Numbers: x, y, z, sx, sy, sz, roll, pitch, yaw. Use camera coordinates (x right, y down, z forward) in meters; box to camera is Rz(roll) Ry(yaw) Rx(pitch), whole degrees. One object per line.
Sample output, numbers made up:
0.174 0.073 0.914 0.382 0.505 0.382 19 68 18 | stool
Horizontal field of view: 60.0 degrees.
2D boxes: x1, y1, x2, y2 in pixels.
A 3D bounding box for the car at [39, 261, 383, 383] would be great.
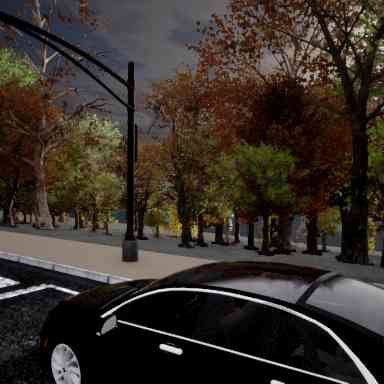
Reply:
0.370 1.504 3.411 4.892 1.490 1.837 0 0 36 | car
